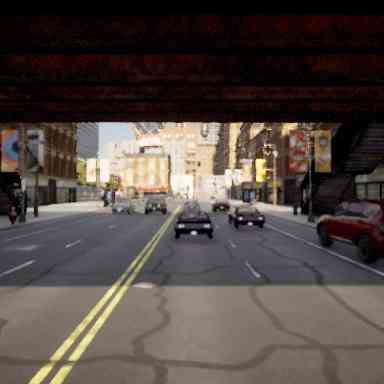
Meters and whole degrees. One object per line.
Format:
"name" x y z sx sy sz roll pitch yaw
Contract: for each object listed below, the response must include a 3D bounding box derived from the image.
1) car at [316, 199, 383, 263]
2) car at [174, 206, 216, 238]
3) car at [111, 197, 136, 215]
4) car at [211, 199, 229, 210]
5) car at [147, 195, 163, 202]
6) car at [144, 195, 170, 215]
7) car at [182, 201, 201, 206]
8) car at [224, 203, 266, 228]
"car" 6.573 1.264 12.316 2.435 2.045 5.566 0 0 -1
"car" 0.079 1.648 17.921 1.895 1.301 4.718 0 0 0
"car" -7.244 1.580 35.490 2.128 1.511 4.902 0 0 0
"car" 3.418 1.583 39.955 1.882 1.535 5.008 0 0 0
"car" -8.449 1.370 76.140 1.882 1.535 5.008 0 0 -28
"car" -3.746 1.312 35.689 2.150 2.045 5.566 0 0 0
"car" -0.046 1.638 35.026 2.033 1.411 5.357 0 0 0
"car" 3.547 1.661 22.532 1.895 1.301 4.718 0 0 0
